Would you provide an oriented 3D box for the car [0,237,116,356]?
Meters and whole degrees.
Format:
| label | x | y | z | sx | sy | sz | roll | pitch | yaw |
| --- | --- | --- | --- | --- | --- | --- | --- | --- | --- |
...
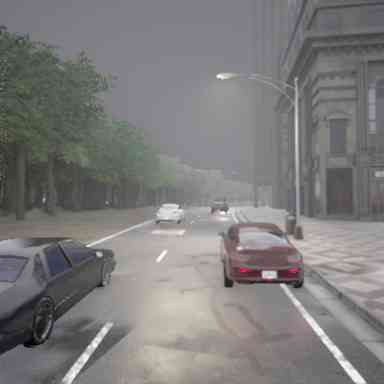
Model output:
| label | x | y | z | sx | sy | sz | roll | pitch | yaw |
| --- | --- | --- | --- | --- | --- | --- | --- | --- | --- |
| car | -3.029 | 1.587 | 6.339 | 2.033 | 1.411 | 5.357 | 0 | 0 | 3 |

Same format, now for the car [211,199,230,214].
| label | x | y | z | sx | sy | sz | roll | pitch | yaw |
| --- | --- | --- | --- | --- | --- | --- | --- | --- | --- |
| car | 3.303 | 1.859 | 40.107 | 1.837 | 1.490 | 4.892 | 0 | -1 | 6 |

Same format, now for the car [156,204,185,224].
| label | x | y | z | sx | sy | sz | roll | pitch | yaw |
| --- | --- | --- | --- | --- | --- | --- | --- | --- | --- |
| car | -1.624 | 1.687 | 26.261 | 1.812 | 1.442 | 4.674 | 0 | -1 | 5 |

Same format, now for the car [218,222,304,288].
| label | x | y | z | sx | sy | sz | roll | pitch | yaw |
| --- | --- | --- | --- | --- | --- | --- | --- | --- | --- |
| car | 1.734 | 1.554 | 9.195 | 1.812 | 1.442 | 4.674 | 0 | 0 | 3 |

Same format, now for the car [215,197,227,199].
| label | x | y | z | sx | sy | sz | roll | pitch | yaw |
| --- | --- | --- | --- | --- | --- | --- | --- | --- | --- |
| car | 4.431 | 1.783 | 50.029 | 2.150 | 2.045 | 5.566 | 0 | -1 | 9 |
